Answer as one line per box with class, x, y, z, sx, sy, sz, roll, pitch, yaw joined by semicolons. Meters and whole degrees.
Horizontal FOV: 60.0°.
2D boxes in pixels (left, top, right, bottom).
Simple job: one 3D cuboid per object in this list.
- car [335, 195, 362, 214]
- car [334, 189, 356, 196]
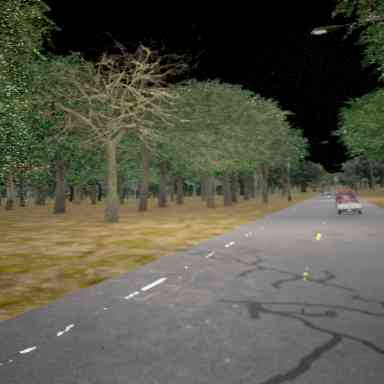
car;13.999;1.223;29.708;1.895;1.301;4.718;-3;0;24
car;17.955;0.727;38.980;2.150;2.045;5.566;-3;0;24
